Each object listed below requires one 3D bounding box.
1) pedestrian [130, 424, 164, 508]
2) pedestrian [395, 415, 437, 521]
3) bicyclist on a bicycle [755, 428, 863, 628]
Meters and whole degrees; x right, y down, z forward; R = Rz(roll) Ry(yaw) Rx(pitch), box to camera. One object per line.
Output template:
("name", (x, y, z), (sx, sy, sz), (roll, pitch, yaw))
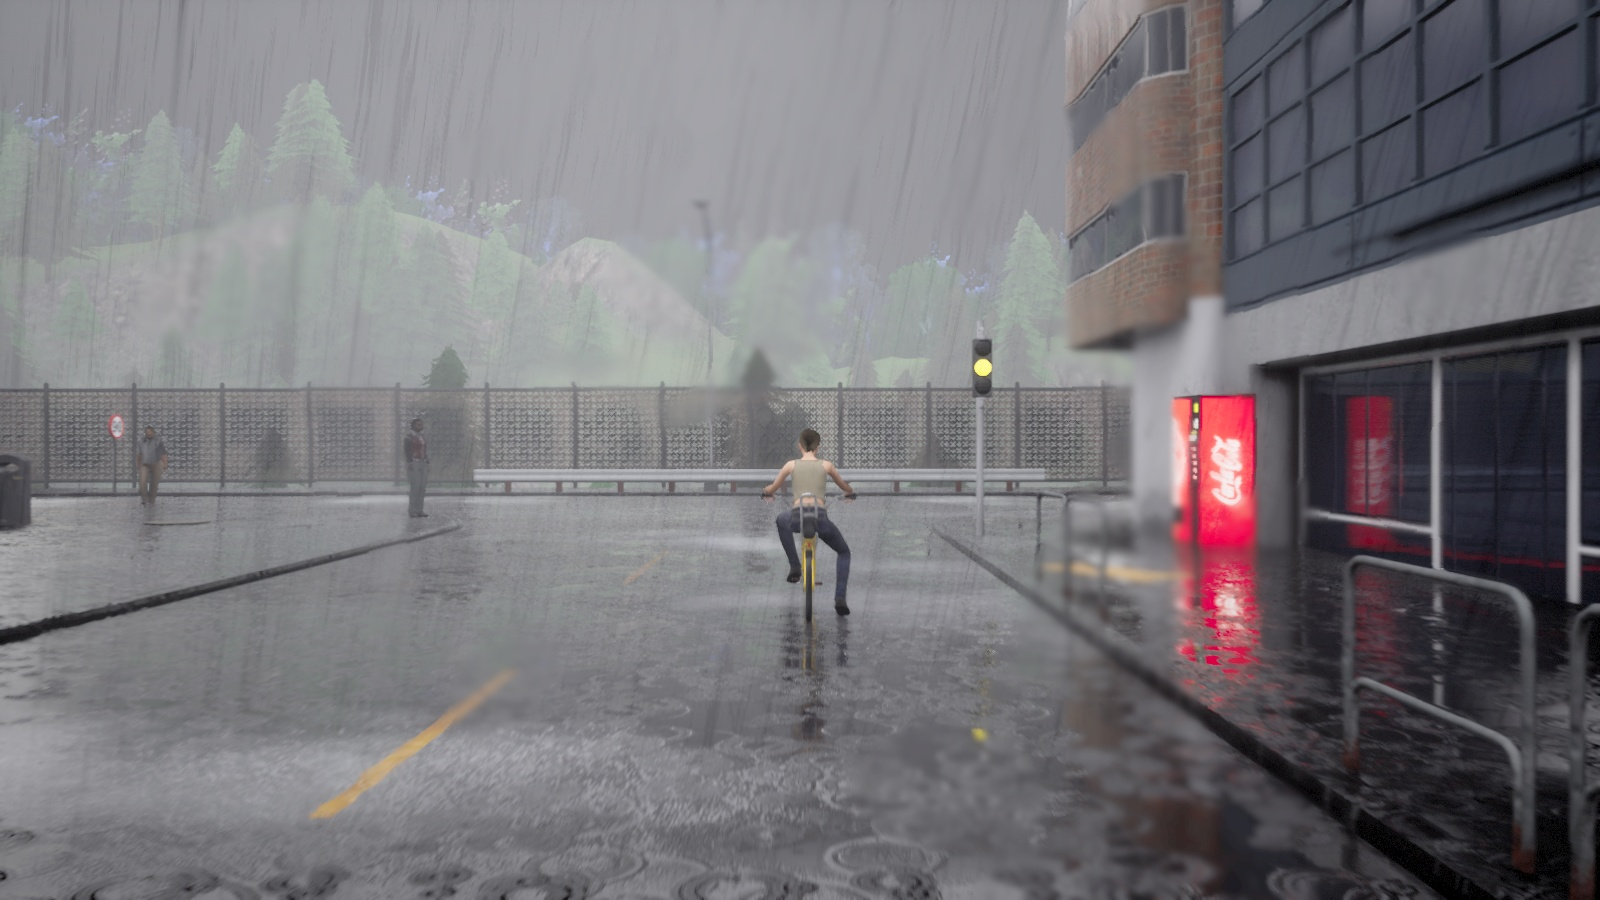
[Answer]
("pedestrian", (-14.448, 0.346, 27.789), (0.540, 1.848, 0.694), (0, 0, -16))
("pedestrian", (-7.091, 0.317, 23.213), (0.666, 1.930, 0.402), (0, 0, 33))
("bicyclist on a bicycle", (0.077, 0.621, 10.889), (0.866, 1.612, 1.509), (0, 1, 0))
